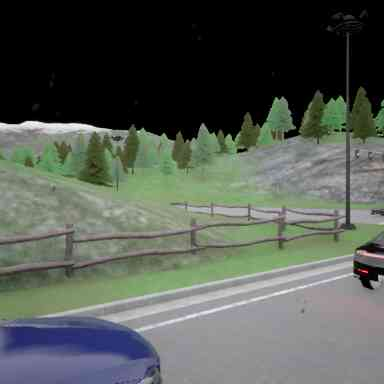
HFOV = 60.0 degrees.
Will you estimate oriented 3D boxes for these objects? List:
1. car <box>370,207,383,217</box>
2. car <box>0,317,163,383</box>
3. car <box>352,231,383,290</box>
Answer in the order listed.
[{"bbox_3d":[18.729,1.547,29.120,5.357,1.411,2.033,0,0,40],"label":"car"},{"bbox_3d":[-2.381,1.526,2.081,4.674,1.442,1.812,0,0,-35],"label":"car"},{"bbox_3d":[5.757,1.491,7.854,4.902,1.511,2.128,0,0,-35],"label":"car"}]
